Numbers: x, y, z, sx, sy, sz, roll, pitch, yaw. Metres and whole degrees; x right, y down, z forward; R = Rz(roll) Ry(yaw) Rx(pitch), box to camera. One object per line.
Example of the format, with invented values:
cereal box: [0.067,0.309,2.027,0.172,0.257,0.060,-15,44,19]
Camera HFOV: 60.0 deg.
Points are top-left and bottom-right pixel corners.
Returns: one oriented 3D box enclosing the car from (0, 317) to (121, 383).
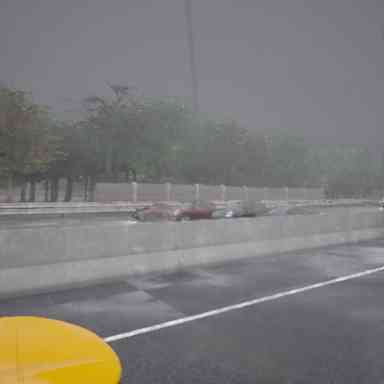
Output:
car: [-2.816,1.463,1.738,5.008,1.535,1.882,1,0,-35]

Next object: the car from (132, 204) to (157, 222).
car: [-2.867,1.673,27.742,4.181,1.385,1.994,0,0,-35]

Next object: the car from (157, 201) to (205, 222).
car: [-0.014,1.468,25.477,4.553,1.767,2.097,0,0,-35]

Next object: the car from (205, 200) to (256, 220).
car: [3.552,1.480,23.723,4.553,1.767,2.097,0,0,-35]

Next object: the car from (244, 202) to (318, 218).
car: [5.957,1.608,21.140,5.008,1.535,1.882,0,0,-35]

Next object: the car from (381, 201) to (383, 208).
car: [31.776,1.607,52.398,4.553,1.767,2.097,0,0,-35]
